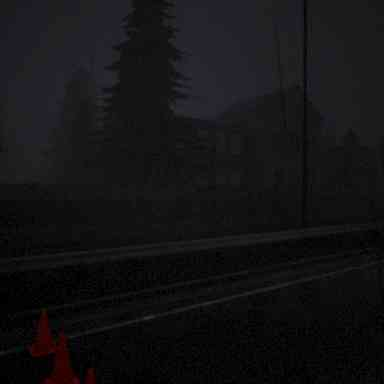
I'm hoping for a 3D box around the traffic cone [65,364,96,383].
[{"bbox_3d":[-0.944,1.960,3.111,0.340,0.580,0.340,0,0,-35],"label":"traffic cone"}]

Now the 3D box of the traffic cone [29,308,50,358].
[{"bbox_3d":[-2.105,1.960,4.740,0.340,0.580,0.340,0,0,-35],"label":"traffic cone"}]

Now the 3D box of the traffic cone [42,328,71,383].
[{"bbox_3d":[-1.525,1.960,3.925,0.340,0.580,0.340,0,0,-35],"label":"traffic cone"}]
